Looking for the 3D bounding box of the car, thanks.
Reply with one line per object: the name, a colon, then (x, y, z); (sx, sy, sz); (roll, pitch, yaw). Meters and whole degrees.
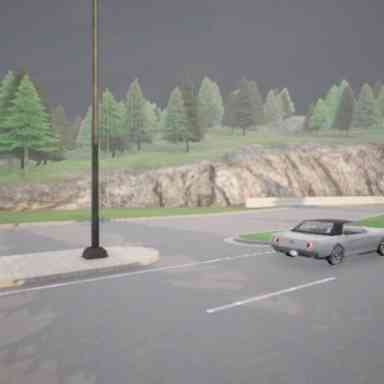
car: (4.974, 1.586, 11.494); (4.718, 1.301, 1.895); (0, 0, -34)
